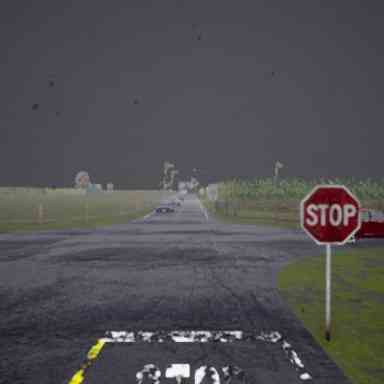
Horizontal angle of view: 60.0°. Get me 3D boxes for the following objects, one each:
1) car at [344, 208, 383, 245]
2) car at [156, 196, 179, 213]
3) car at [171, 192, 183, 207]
[{"bbox_3d":[7.899,1.470,15.341,5.008,1.535,1.882,0,0,-12],"label":"car"},{"bbox_3d":[-2.832,1.520,36.302,2.033,1.411,5.357,0,0,0],"label":"car"},{"bbox_3d":[-2.813,1.306,50.203,2.097,1.767,4.553,0,0,0],"label":"car"}]
